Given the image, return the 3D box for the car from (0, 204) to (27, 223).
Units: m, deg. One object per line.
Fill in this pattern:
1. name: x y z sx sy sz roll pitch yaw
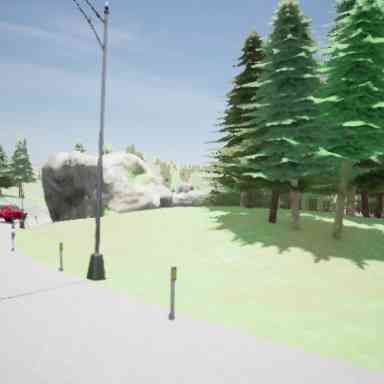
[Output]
1. car: -21.361 2.509 38.960 2.150 2.045 5.566 3 -4 -5
